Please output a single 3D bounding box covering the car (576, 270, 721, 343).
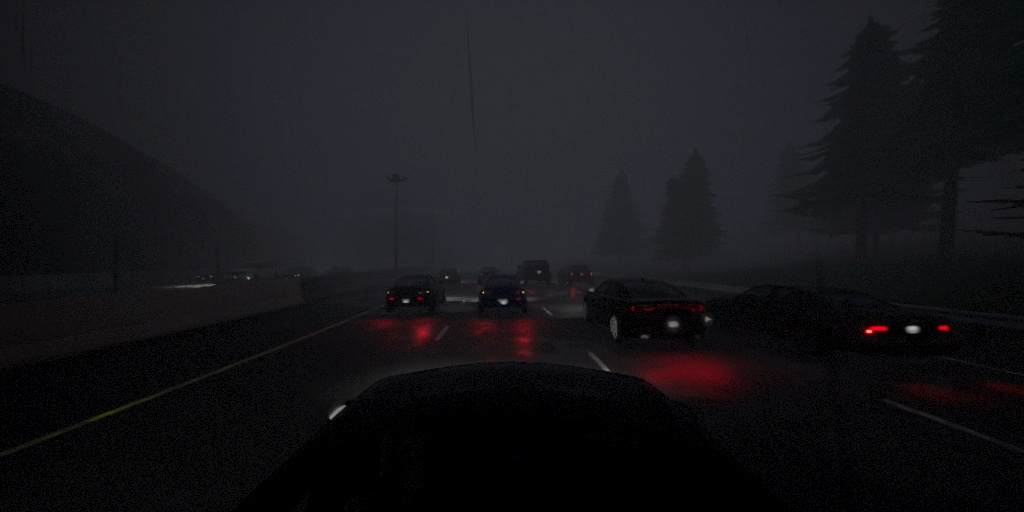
[{"bbox_3d":[3.347,1.331,10.092,1.882,1.535,5.008,0,-1,-2],"label":"car"}]

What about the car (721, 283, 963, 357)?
[{"bbox_3d":[6.921,1.372,8.778,2.033,1.411,5.357,0,-1,-2],"label":"car"}]

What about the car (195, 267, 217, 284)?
[{"bbox_3d":[-27.110,1.776,33.592,1.837,1.490,4.892,0,-1,-7],"label":"car"}]

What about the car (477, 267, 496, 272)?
[{"bbox_3d":[-2.036,1.688,31.511,1.812,1.442,4.674,0,-1,-7],"label":"car"}]

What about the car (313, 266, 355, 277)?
[{"bbox_3d":[-16.631,1.739,34.389,2.128,1.511,4.902,0,-1,-7],"label":"car"}]

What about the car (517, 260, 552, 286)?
[{"bbox_3d":[1.739,1.344,29.460,2.150,2.045,5.566,0,-1,-6],"label":"car"}]

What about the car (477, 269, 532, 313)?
[{"bbox_3d":[-0.433,1.456,14.892,1.812,1.442,4.674,0,-1,-4],"label":"car"}]

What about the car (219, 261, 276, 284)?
[{"bbox_3d":[-23.492,1.465,32.766,2.150,2.045,5.566,0,0,-7],"label":"car"}]

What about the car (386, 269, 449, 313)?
[{"bbox_3d":[-3.957,1.471,15.172,1.812,1.442,4.674,0,-1,-4],"label":"car"}]

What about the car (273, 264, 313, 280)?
[{"bbox_3d":[-20.109,1.758,33.990,1.837,1.490,4.892,0,-1,-7],"label":"car"}]

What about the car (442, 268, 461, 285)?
[{"bbox_3d":[-5.507,1.732,31.151,1.994,1.385,4.181,0,-1,-6],"label":"car"}]

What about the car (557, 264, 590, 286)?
[{"bbox_3d":[5.191,1.470,29.941,2.097,1.767,4.553,0,-1,-6],"label":"car"}]
